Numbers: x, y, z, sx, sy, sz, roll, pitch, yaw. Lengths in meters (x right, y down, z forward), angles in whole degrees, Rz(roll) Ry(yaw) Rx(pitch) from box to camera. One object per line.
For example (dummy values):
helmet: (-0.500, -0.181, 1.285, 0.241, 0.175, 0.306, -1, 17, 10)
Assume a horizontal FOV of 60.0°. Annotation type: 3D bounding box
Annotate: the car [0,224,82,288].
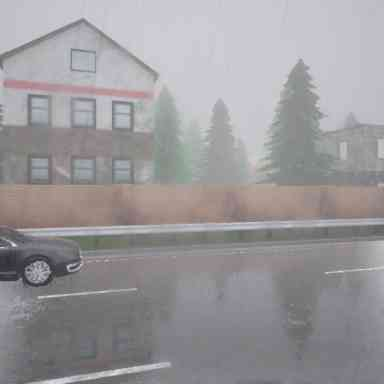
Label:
car: (-5.280, 1.505, 8.191, 4.892, 1.490, 1.837, 0, 0, -17)
